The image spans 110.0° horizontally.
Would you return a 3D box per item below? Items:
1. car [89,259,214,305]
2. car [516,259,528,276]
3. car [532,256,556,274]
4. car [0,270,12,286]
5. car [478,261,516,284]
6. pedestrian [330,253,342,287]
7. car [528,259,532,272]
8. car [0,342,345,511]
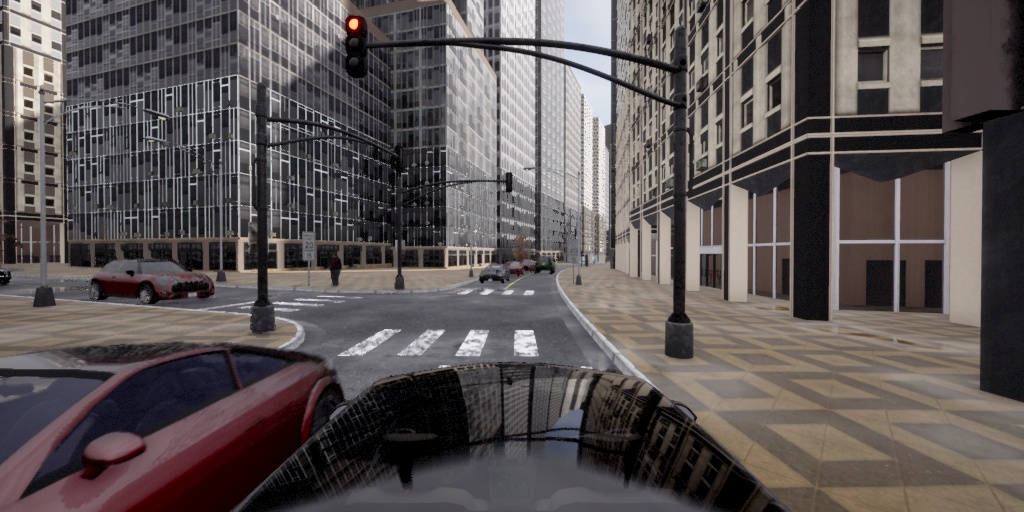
[{"bbox_3d":[-14.798,0.927,14.819,4.553,1.767,2.097,1,1,16],"label":"car"},{"bbox_3d":[0.132,1.297,37.783,1.882,1.535,5.008,0,0,9],"label":"car"},{"bbox_3d":[4.147,1.077,43.874,2.150,2.045,5.566,0,0,10],"label":"car"},{"bbox_3d":[-29.099,0.971,18.962,4.718,1.301,1.895,1,1,16],"label":"car"},{"bbox_3d":[-1.220,1.331,28.075,2.033,1.411,5.357,0,0,7],"label":"car"},{"bbox_3d":[-9.577,0.716,19.407,0.375,1.860,0.375,0,0,16],"label":"pedestrian"},{"bbox_3d":[1.885,1.219,47.511,2.097,1.767,4.553,0,0,11],"label":"car"},{"bbox_3d":[-2.776,1.314,2.129,1.994,1.385,4.181,0,0,0],"label":"car"}]
